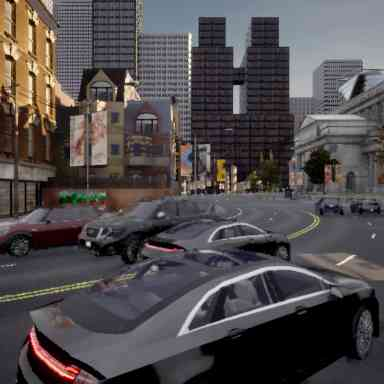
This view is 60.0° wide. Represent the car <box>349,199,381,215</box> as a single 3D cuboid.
[{"bbox_3d":[17.140,1.476,33.153,2.128,1.511,4.902,0,0,12],"label":"car"}]

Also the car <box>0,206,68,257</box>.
[{"bbox_3d":[-5.486,1.338,12.911,4.553,1.767,2.097,0,0,-44],"label":"car"}]

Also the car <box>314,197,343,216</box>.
[{"bbox_3d":[13.559,1.332,33.173,2.097,1.767,4.553,0,0,13],"label":"car"}]

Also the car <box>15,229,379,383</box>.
[{"bbox_3d":[0.567,1.489,4.171,4.902,1.511,2.128,0,0,-39],"label":"car"}]

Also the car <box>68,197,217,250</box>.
[{"bbox_3d":[-1.231,1.211,12.057,2.150,2.045,5.566,0,0,43],"label":"car"}]

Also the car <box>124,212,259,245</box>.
[{"bbox_3d":[0.887,1.485,9.141,4.902,1.511,2.128,0,0,-44],"label":"car"}]
